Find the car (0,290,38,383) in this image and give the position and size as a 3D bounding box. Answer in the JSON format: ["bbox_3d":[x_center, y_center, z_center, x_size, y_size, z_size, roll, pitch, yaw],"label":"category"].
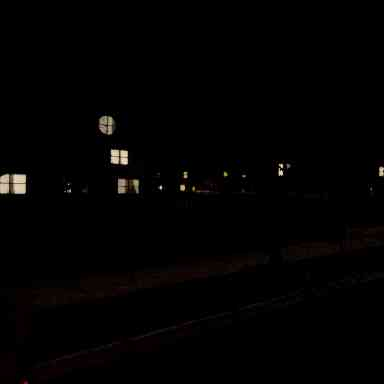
[{"bbox_3d":[-3.309,1.221,0.711,5.566,2.045,2.150,0,0,-35],"label":"car"}]
